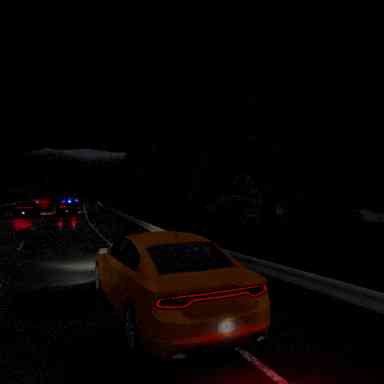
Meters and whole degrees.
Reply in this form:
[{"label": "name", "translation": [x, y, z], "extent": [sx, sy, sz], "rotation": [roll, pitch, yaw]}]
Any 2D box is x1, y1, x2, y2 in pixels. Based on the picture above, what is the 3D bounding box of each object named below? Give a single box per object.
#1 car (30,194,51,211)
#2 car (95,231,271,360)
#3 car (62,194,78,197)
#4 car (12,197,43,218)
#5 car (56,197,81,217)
[{"label": "car", "translation": [-18.336, 1.221, 40.097], "extent": [2.150, 2.045, 5.566], "rotation": [0, 0, -19]}, {"label": "car", "translation": [-0.602, 1.478, 6.287], "extent": [1.882, 1.535, 5.008], "rotation": [0, 0, -24]}, {"label": "car", "translation": [-15.165, 1.221, 41.477], "extent": [2.150, 2.045, 5.566], "rotation": [0, 0, -18]}, {"label": "car", "translation": [-14.962, 1.505, 30.189], "extent": [1.837, 1.490, 4.892], "rotation": [0, 0, -19]}, {"label": "car", "translation": [-11.781, 1.492, 31.566], "extent": [2.128, 1.511, 4.902], "rotation": [0, 0, -19]}]
